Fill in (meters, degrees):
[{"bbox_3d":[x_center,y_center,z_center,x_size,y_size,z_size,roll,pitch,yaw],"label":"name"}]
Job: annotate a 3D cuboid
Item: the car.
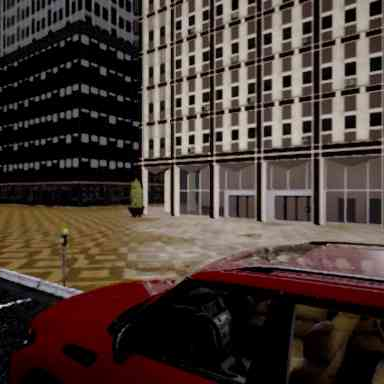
[{"bbox_3d":[0.785,1.311,2.333,5.009,1.841,2.192,0,0,36],"label":"car"}]
